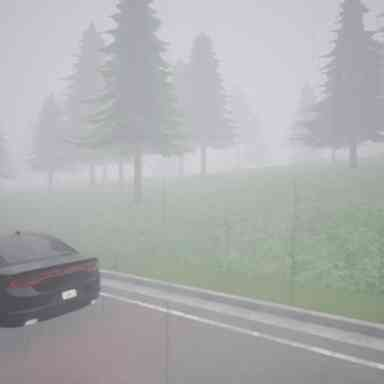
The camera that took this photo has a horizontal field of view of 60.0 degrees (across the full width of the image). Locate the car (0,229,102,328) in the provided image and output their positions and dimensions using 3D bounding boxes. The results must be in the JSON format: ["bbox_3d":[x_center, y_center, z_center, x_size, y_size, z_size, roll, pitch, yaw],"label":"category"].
[{"bbox_3d":[-4.010,1.515,6.852,5.008,1.535,1.882,0,0,36],"label":"car"}]
